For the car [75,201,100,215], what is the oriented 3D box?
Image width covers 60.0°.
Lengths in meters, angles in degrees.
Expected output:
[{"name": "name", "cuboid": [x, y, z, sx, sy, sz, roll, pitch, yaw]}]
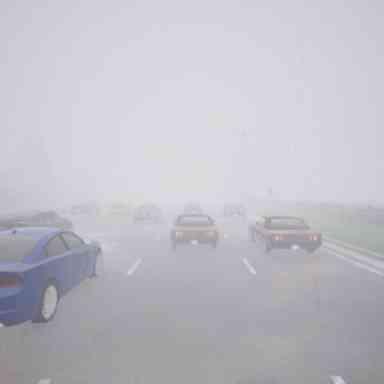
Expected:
[{"name": "car", "cuboid": [-10.408, 1.608, 32.616, 1.812, 1.442, 4.674, 0, 0, 0]}]

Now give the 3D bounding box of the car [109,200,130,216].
[{"name": "car", "cuboid": [-6.896, 1.561, 33.116, 1.882, 1.535, 5.008, 0, 0, 0]}]

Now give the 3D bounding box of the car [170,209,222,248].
[{"name": "car", "cuboid": [0.102, 1.639, 14.964, 1.895, 1.301, 4.718, 0, 0, 0]}]

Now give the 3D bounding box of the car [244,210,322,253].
[{"name": "car", "cuboid": [3.602, 1.636, 13.798, 1.895, 1.301, 4.718, 0, 0, 0]}]

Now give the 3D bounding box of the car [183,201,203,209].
[{"name": "car", "cuboid": [0.092, 1.608, 32.616, 1.812, 1.442, 4.674, 0, 0, 0]}]

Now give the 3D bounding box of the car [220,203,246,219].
[{"name": "car", "cuboid": [3.605, 1.677, 30.044, 1.895, 1.301, 4.718, 0, 0, 0]}]

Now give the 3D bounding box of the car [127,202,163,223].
[{"name": "car", "cuboid": [-3.396, 1.613, 26.117, 2.033, 1.411, 5.357, 0, 0, 0]}]

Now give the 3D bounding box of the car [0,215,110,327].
[{"name": "car", "cuboid": [-3.399, 1.496, 7.205, 1.882, 1.535, 5.008, 0, 0, 0]}]

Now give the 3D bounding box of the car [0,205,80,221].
[{"name": "car", "cuboid": [-6.897, 1.543, 14.934, 1.837, 1.490, 4.892, 0, 0, 0]}]
